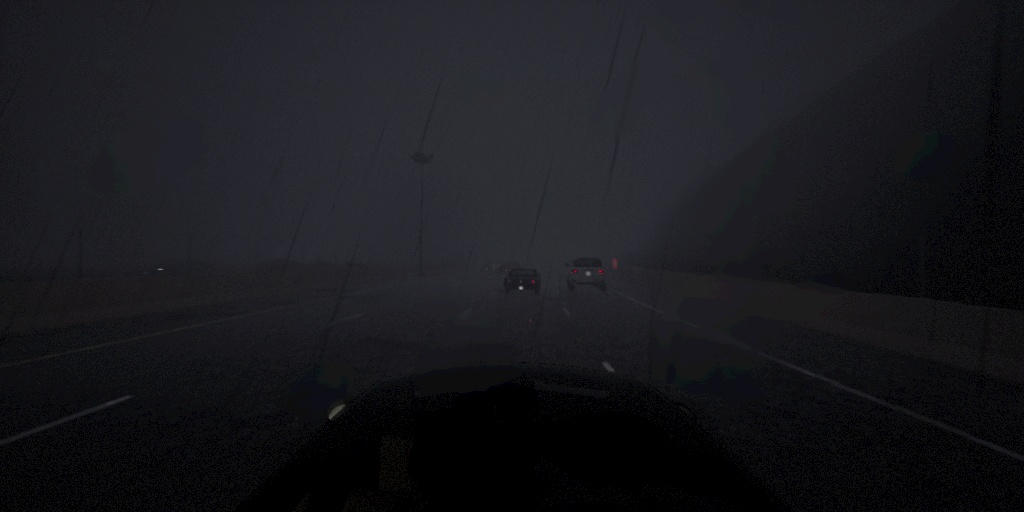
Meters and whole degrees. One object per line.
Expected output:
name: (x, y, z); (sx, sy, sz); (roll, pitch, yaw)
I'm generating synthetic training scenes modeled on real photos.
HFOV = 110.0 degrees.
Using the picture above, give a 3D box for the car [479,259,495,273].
car: (-2.462, 1.322, 43.815); (1.812, 1.442, 4.674); (0, 0, 13)

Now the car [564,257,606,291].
car: (4.664, 1.068, 23.076); (2.150, 2.045, 5.566); (0, 0, 7)

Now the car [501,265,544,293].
car: (0.741, 1.395, 21.238); (1.895, 1.301, 4.718); (1, 0, 6)

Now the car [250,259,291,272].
car: (-22.175, 1.028, 33.916); (2.128, 1.511, 4.902); (1, 0, 9)

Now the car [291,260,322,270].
car: (-18.541, 1.147, 34.456); (1.994, 1.385, 4.181); (1, 0, 9)

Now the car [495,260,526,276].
car: (-0.076, 1.294, 38.455); (1.882, 1.535, 5.008); (0, 0, 12)

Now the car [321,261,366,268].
car: (-15.171, 1.223, 33.532); (1.895, 1.301, 4.718); (1, 0, 9)

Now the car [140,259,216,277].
car: (-26.433, 0.965, 28.606); (2.128, 1.511, 4.902); (1, 0, 7)
